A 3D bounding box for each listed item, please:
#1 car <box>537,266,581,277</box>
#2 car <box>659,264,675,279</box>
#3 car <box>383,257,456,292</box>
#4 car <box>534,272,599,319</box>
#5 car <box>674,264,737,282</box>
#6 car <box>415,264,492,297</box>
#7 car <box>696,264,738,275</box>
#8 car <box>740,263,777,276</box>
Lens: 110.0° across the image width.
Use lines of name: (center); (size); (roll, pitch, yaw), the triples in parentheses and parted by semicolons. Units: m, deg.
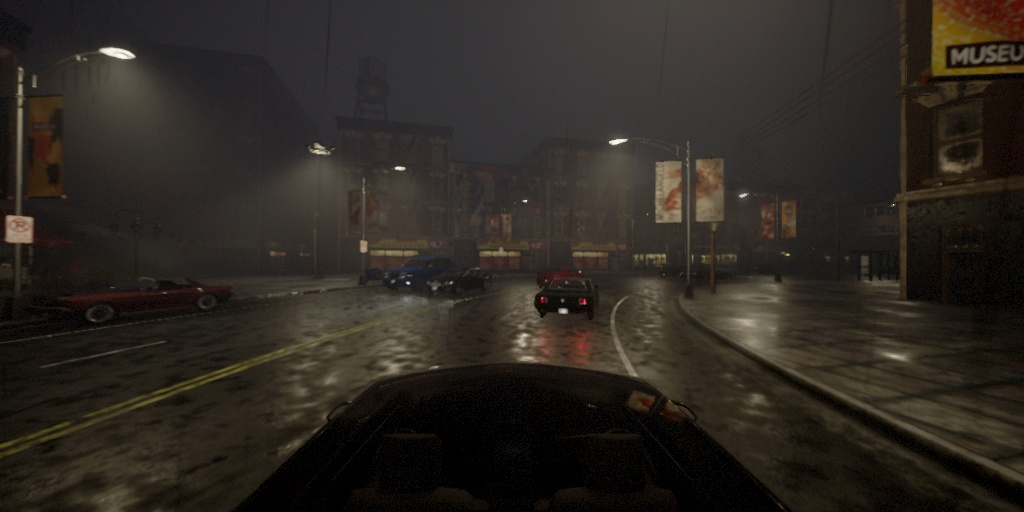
car: (3.453, 1.404, 24.165); (1.882, 1.535, 5.008); (0, -1, 32)
car: (16.970, 1.566, 36.108); (4.892, 1.490, 1.837); (1, -1, -27)
car: (-5.530, 1.106, 22.752); (2.150, 2.045, 5.566); (0, -1, 26)
car: (2.222, 1.444, 13.312); (1.895, 1.301, 4.718); (0, 0, 16)
car: (17.795, 1.589, 32.844); (5.357, 1.411, 2.033); (0, -1, -27)
car: (-2.849, 1.366, 20.106); (2.128, 1.511, 4.902); (0, -1, 25)
car: (26.935, 1.779, 47.105); (4.718, 1.301, 1.895); (0, 0, -14)
car: (30.671, 1.677, 44.446); (4.892, 1.490, 1.837); (0, 0, -14)
